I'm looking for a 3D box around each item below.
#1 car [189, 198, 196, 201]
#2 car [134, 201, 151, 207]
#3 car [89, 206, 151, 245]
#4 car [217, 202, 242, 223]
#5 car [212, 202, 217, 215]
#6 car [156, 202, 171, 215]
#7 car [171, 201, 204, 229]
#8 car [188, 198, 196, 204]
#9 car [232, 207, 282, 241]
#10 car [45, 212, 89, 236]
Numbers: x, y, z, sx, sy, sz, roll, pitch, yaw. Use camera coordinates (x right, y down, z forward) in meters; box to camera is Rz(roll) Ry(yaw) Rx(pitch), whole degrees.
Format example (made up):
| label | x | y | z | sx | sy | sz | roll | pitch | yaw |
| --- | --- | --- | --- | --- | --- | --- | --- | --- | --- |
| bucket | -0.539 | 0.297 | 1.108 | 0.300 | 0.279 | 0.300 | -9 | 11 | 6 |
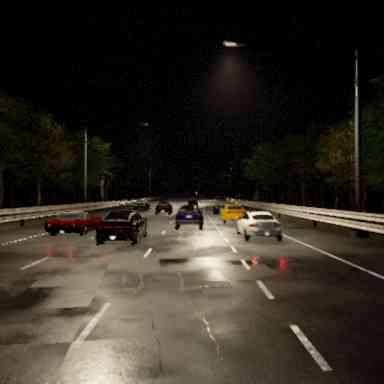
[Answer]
| label | x | y | z | sx | sy | sz | roll | pitch | yaw |
| --- | --- | --- | --- | --- | --- | --- | --- | --- | --- |
| car | 0.109 | 2.092 | 64.193 | 1.812 | 1.442 | 4.674 | 0 | 0 | 0 |
| car | -6.889 | 1.964 | 46.133 | 2.128 | 1.511 | 4.902 | 0 | 0 | 0 |
| car | -3.395 | 1.704 | 16.668 | 1.837 | 1.490 | 4.892 | 0 | 0 | 0 |
| car | 3.507 | 1.816 | 28.823 | 1.882 | 1.535 | 5.008 | 0 | -1 | 0 |
| car | 3.510 | 1.937 | 39.850 | 2.163 | 1.488 | 4.792 | 0 | 0 | 0 |
| car | -3.389 | 1.949 | 40.965 | 1.837 | 1.490 | 4.892 | 0 | 0 | 0 |
| car | -0.146 | 1.719 | 24.284 | 2.033 | 1.649 | 4.856 | 0 | 0 | 1 |
| car | 0.021 | 2.210 | 83.781 | 2.033 | 1.411 | 5.357 | 0 | 0 | 0 |
| car | 3.504 | 1.738 | 17.825 | 1.812 | 1.442 | 4.674 | 0 | -1 | 0 |
| car | -6.896 | 1.837 | 19.882 | 1.895 | 1.301 | 4.718 | 0 | -1 | 0 |
